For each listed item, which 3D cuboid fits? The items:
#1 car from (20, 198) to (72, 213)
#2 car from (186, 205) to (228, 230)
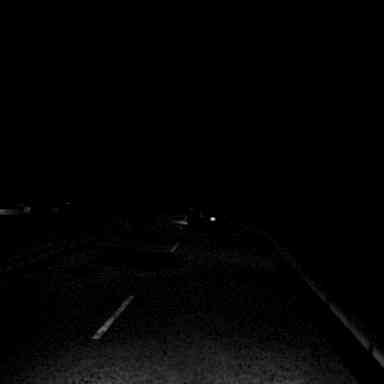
[{"bbox_3d":[-14.334,1.298,32.796,4.902,1.511,2.128,0,0,4],"label":"car"},{"bbox_3d":[0.875,1.497,20.704,1.994,1.385,4.181,1,0,-8],"label":"car"}]
